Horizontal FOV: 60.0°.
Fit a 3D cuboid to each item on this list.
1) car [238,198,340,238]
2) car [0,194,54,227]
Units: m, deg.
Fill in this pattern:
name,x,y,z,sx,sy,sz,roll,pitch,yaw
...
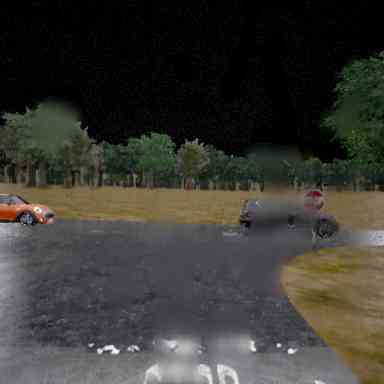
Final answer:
name,x,y,z,sx,sy,sz,roll,pitch,yaw
car,5.449,1.444,19.033,5.566,2.045,2.150,2,-2,-3
car,-10.050,0.907,18.303,4.553,1.767,2.097,2,-2,-3
